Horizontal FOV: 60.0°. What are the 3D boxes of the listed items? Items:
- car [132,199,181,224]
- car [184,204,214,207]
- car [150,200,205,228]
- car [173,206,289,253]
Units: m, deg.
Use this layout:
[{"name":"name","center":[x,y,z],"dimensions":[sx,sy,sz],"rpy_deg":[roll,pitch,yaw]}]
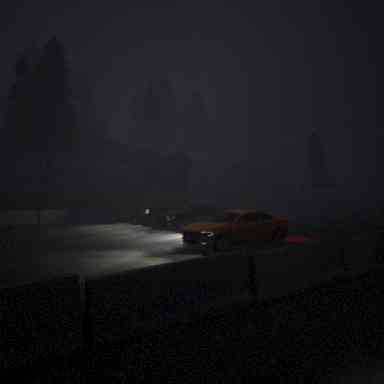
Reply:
[{"name":"car","center":[-2.004,1.344,24.021],"dimensions":[4.553,1.767,2.097],"rpy_deg":[0,0,-35]},{"name":"car","center":[1.962,1.557,18.254],"dimensions":[4.181,1.385,1.994],"rpy_deg":[0,0,-35]},{"name":"car","center":[0.142,1.471,21.253],"dimensions":[5.008,1.535,1.882],"rpy_deg":[0,0,-35]},{"name":"car","center":[1.916,1.471,13.933],"dimensions":[5.008,1.535,1.882],"rpy_deg":[0,0,-35]}]
